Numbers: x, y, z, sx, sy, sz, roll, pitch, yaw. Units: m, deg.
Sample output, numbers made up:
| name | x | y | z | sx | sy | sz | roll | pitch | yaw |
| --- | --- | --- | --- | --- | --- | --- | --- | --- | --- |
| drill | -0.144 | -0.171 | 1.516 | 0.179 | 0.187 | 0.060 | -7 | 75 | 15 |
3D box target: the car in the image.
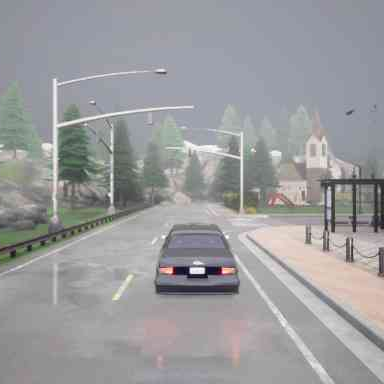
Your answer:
| name | x | y | z | sx | sy | sz | roll | pitch | yaw |
| --- | --- | --- | --- | --- | --- | --- | --- | --- | --- |
| car | 0.098 | 1.547 | 8.849 | 2.033 | 1.411 | 5.357 | 0 | 0 | 0 |
